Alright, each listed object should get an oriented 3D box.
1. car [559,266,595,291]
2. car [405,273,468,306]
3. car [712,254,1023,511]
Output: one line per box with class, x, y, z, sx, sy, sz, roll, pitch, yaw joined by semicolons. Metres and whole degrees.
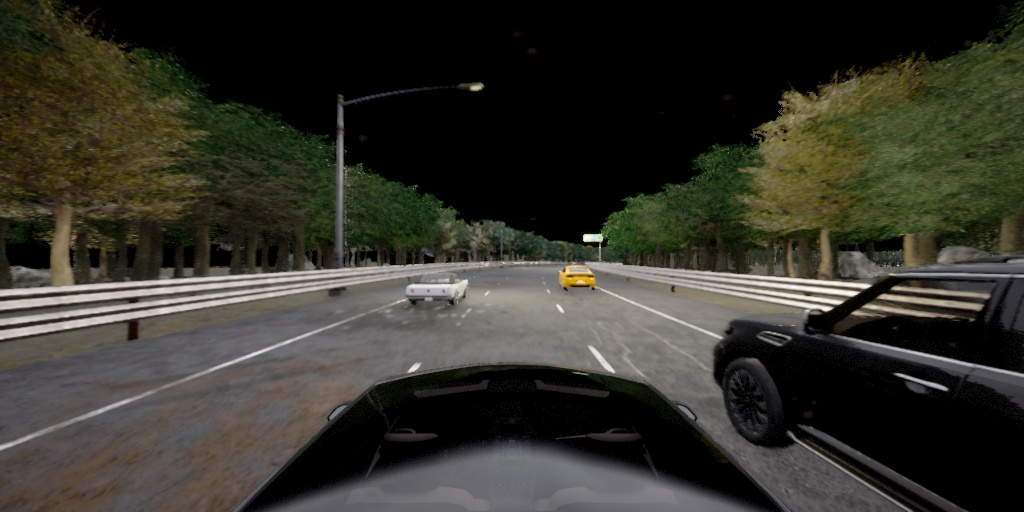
car;4.127;1.368;23.316;1.882;1.535;5.008;0;0;3
car;-3.182;1.415;16.245;1.895;1.301;4.718;0;0;2
car;3.596;0.997;2.148;2.150;2.045;5.566;0;0;0
